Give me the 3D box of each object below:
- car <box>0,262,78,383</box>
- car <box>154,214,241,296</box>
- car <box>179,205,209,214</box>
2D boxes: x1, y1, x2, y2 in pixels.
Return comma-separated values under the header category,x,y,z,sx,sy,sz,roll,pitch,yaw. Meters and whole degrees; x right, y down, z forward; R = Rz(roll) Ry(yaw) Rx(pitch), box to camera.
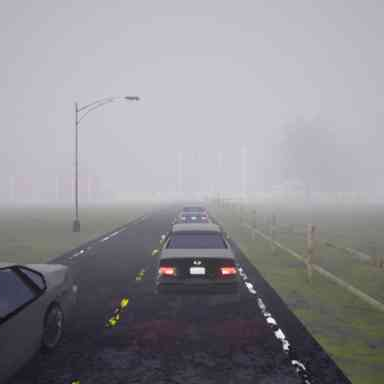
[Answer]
category,x,y,z,sx,sy,sz,roll,pitch,yaw
car,-2.850,1.546,3.380,2.033,1.411,5.357,0,0,0
car,0.100,1.544,8.825,2.033,1.411,5.357,0,0,0
car,0.101,1.548,21.492,2.033,1.411,5.357,0,0,0
